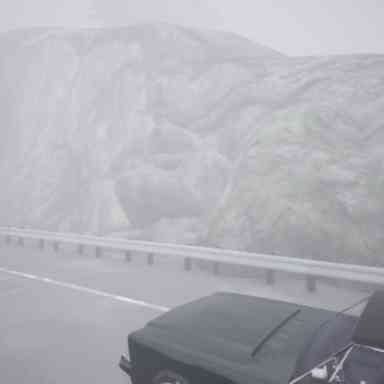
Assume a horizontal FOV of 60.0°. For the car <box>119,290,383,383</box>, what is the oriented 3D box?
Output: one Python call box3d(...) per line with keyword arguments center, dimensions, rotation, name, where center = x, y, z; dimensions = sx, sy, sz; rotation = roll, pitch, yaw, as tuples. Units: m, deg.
box3d(center=(1.605, 1.593, 2.762), dimensions=(4.718, 1.301, 1.895), rotation=(0, 0, 35), name="car")
